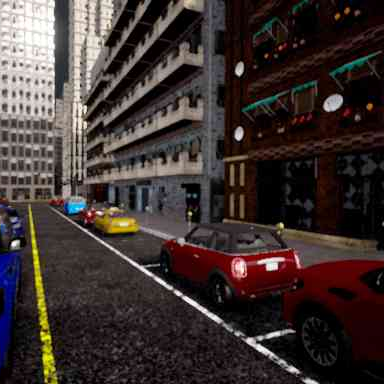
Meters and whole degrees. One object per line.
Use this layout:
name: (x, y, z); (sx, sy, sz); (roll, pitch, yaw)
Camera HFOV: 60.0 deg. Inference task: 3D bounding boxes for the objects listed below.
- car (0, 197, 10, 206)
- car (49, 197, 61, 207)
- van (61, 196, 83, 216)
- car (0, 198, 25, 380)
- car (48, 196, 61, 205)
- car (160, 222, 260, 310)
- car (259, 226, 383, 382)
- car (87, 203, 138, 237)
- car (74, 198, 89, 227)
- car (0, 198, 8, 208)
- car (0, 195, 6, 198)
car: (-30.959, 1.533, 54.335); (1.887, 1.381, 4.507); (-1, 0, -26)
car: (-21.445, 1.540, 52.866); (1.887, 1.381, 4.507); (-1, 0, -26)
van: (-11.619, 1.342, 32.963); (1.690, 1.788, 3.998); (-1, 0, -26)
car: (-3.942, 1.221, 5.226); (2.150, 2.045, 5.566); (0, 0, -26)
car: (-23.978, 1.519, 57.994); (1.752, 1.417, 4.829); (-1, 0, -26)
car: (0.667, 1.443, 8.086); (1.967, 1.590, 4.097); (-1, 0, -26)
car: (3.123, 1.318, 3.110); (2.192, 1.841, 5.009); (-1, 0, -26)
car: (-4.321, 1.528, 18.190); (1.752, 1.417, 4.829); (-1, 0, -26)
car: (-6.704, 1.442, 23.013); (1.967, 1.590, 4.097); (-1, 0, -26)
car: (-28.502, 1.556, 49.360); (1.947, 1.339, 4.313); (-1, 0, -26)
car: (-26.047, 1.307, 44.383); (2.192, 1.841, 5.009); (-1, 0, -26)
